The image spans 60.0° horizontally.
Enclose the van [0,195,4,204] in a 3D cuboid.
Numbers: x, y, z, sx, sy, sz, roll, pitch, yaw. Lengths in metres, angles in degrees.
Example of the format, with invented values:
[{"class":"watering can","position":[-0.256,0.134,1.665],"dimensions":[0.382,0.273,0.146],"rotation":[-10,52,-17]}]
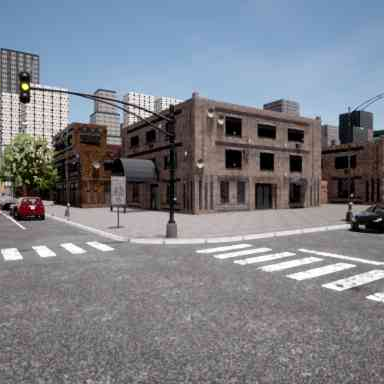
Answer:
[{"class":"van","position":[-37.640,1.417,64.729],"dimensions":[1.690,1.788,3.998],"rotation":[0,0,-33]}]

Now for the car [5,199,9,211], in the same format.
[{"class":"car","position":[-16.584,1.585,32.286],"dimensions":[1.947,1.339,4.313],"rotation":[0,0,-33]}]

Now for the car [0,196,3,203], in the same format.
[{"class":"car","position":[-40.741,1.613,69.506],"dimensions":[1.752,1.417,4.829],"rotation":[0,0,-33]}]

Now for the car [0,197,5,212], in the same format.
[{"class":"car","position":[-20.415,1.513,33.432],"dimensions":[2.128,1.511,4.902],"rotation":[0,0,-33]}]

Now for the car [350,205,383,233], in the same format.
[{"class":"car","position":[10.379,1.357,17.922],"dimensions":[4.313,1.339,1.947],"rotation":[-1,1,-33]}]

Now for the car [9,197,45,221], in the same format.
[{"class":"car","position":[-13.575,1.329,27.651],"dimensions":[2.192,1.841,5.009],"rotation":[0,0,-33]}]
